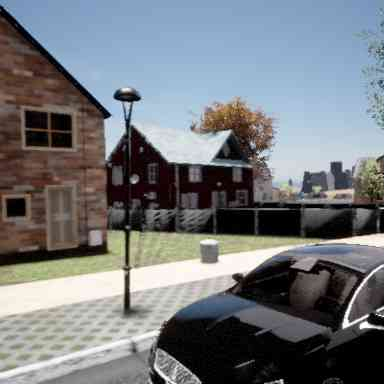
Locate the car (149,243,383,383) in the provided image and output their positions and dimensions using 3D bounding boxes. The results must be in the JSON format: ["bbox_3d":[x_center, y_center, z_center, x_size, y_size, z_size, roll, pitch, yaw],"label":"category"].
[{"bbox_3d":[1.801,1.514,4.338,4.892,1.490,1.837,0,0,-35],"label":"car"}]
